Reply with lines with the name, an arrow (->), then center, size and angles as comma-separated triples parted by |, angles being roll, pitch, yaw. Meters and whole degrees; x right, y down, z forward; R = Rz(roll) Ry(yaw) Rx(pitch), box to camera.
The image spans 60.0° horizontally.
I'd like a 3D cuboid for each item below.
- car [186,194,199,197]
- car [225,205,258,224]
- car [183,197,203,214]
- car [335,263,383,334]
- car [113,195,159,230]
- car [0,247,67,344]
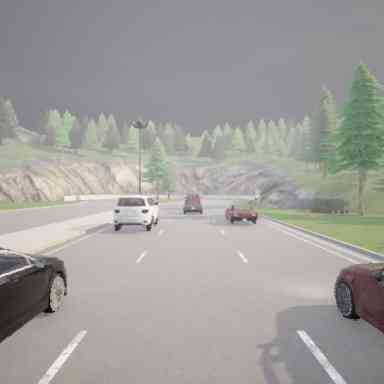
car -> 0.092, 1.222, 44.559 | 2.150, 2.045, 5.566 | 0, 0, 0
car -> 3.599, 1.601, 24.964 | 1.895, 1.301, 4.718 | 0, 0, 0
car -> 0.098, 1.564, 35.136 | 1.994, 1.385, 4.181 | 0, 0, 0
car -> 3.597, 1.526, 4.349 | 1.812, 1.442, 4.674 | 0, 0, 0
car -> -3.401, 1.224, 21.026 | 2.150, 2.045, 5.566 | 0, 0, 0
car -> -3.402, 1.490, 4.710 | 2.128, 1.511, 4.902 | 0, 0, 0
